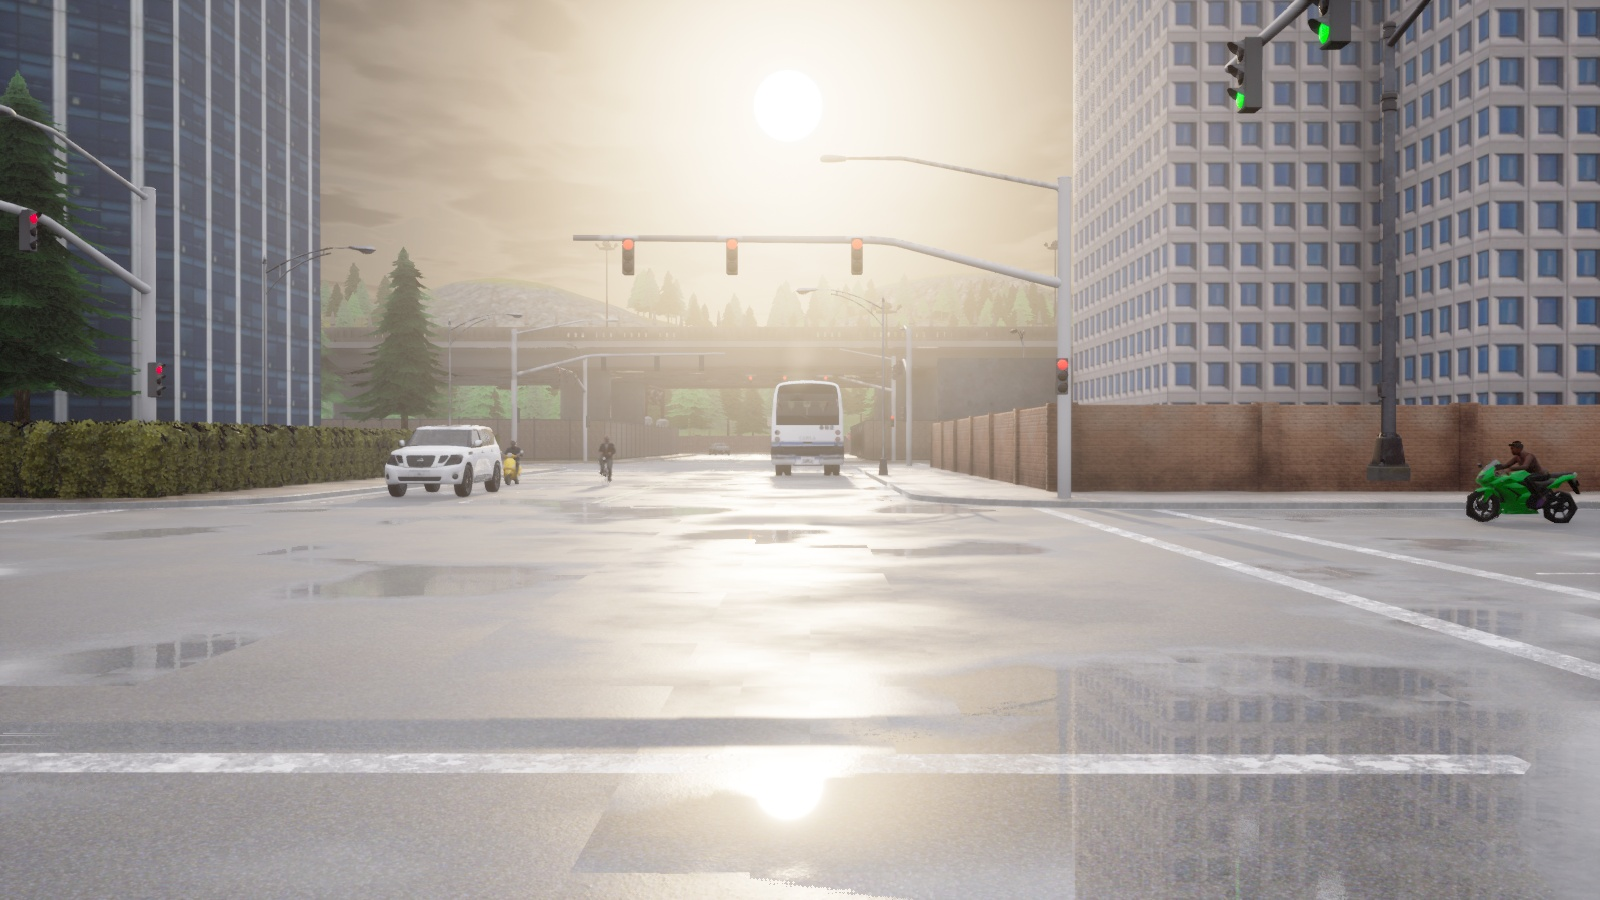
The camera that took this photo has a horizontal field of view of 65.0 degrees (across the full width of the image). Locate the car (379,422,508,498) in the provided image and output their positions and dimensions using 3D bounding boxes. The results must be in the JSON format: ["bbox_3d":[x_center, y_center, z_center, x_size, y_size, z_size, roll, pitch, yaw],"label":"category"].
[{"bbox_3d":[-10.274,0.250,36.693,2.150,2.045,5.566,0,0,0],"label":"car"}]

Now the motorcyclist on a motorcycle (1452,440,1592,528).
[{"bbox_3d":[13.187,0.613,22.974,2.044,1.523,0.797,2,0,1],"label":"motorcyclist on a motorcycle"}]

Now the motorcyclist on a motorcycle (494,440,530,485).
[{"bbox_3d":[-10.226,0.439,44.637,0.866,1.590,1.817,0,0,0],"label":"motorcyclist on a motorcycle"}]

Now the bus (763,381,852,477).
[{"bbox_3d":[0.368,-0.972,60.677,3.944,4.253,10.273,0,0,0],"label":"bus"}]
